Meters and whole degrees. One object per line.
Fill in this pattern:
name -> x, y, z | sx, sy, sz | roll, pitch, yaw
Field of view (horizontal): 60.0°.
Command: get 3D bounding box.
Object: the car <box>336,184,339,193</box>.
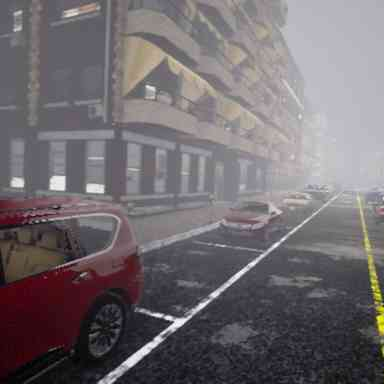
car -> 19.614, -0.134, 47.841 | 1.947, 1.339, 4.313 | 4, 4, 26

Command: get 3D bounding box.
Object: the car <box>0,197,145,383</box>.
car -> -2.397, 1.046, 3.027 | 2.192, 1.841, 5.009 | 4, 4, 26

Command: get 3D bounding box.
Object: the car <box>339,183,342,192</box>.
car -> 24.507, -0.436, 57.797 | 1.802, 1.307, 4.206 | 4, 4, 26

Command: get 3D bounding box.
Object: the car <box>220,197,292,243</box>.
car -> 2.483, 0.995, 12.998 | 1.802, 1.307, 4.206 | 4, 4, 26

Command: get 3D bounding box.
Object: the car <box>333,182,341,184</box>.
car -> 26.956, -0.627, 62.773 | 2.008, 1.369, 4.403 | 4, 4, 26

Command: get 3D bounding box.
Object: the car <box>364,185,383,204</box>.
car -> 19.096, 0.430, 34.598 | 1.882, 1.535, 5.008 | 4, 3, 26

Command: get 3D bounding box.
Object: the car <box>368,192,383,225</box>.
car -> 10.967, 1.026, 18.122 | 2.033, 1.411, 5.357 | 4, 3, 26

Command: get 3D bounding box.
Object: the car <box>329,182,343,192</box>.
car -> 29.414, -1.022, 67.738 | 2.192, 1.841, 5.009 | 4, 4, 26

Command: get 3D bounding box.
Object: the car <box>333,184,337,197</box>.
car -> 17.167, 0.011, 42.862 | 2.008, 1.369, 4.403 | 4, 4, 26

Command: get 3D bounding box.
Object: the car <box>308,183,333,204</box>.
car -> 12.285, 0.094, 32.893 | 2.192, 1.841, 5.009 | 4, 4, 26

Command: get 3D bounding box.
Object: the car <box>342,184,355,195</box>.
car -> 27.046, -0.342, 57.168 | 2.033, 1.411, 5.357 | 4, 3, 26

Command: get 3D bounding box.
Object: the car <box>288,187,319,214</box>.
car -> 7.305, 0.626, 22.797 | 1.752, 1.417, 4.829 | 4, 4, 26

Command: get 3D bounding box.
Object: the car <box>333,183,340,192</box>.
car -> 22.060, -0.277, 52.819 | 1.802, 1.307, 4.206 | 4, 4, 26
